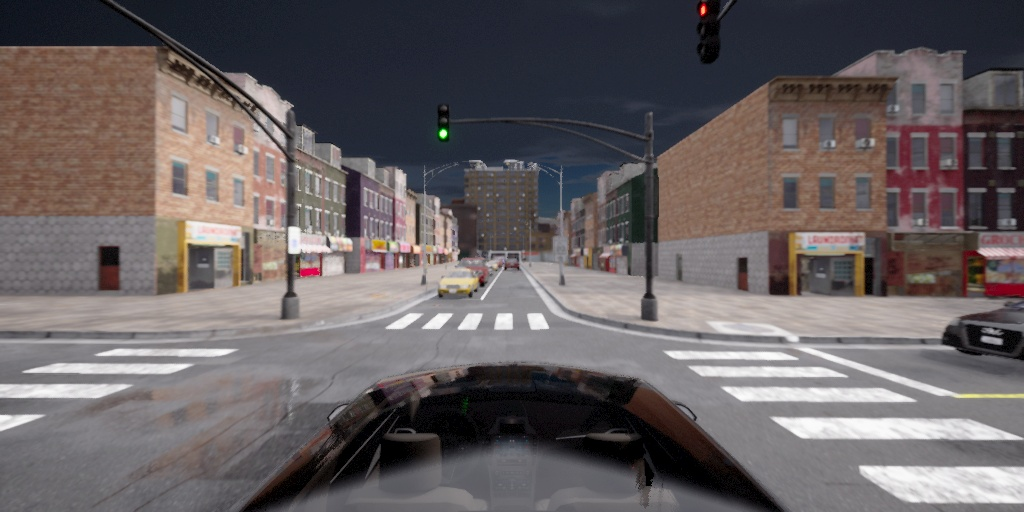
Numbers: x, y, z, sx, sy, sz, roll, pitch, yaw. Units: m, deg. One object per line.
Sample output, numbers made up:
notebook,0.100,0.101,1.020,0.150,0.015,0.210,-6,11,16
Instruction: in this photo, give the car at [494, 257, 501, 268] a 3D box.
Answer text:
car,-2.641,1.203,45.617,1.751,1.417,4.829,0,0,0

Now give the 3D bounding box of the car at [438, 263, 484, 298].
car,-2.639,1.238,18.399,1.751,1.417,4.829,0,0,0

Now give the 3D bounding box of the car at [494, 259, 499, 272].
car,-2.640,1.239,34.900,2.007,1.370,4.403,0,0,0

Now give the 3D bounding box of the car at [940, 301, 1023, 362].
car,11.030,1.426,6.783,4.181,1.385,1.994,1,0,-1

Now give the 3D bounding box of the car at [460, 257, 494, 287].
car,-2.639,1.018,24.012,2.192,1.841,5.009,0,0,0

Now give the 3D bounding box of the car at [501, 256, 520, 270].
car,-0.003,1.025,49.161,2.097,1.767,4.553,0,0,0
